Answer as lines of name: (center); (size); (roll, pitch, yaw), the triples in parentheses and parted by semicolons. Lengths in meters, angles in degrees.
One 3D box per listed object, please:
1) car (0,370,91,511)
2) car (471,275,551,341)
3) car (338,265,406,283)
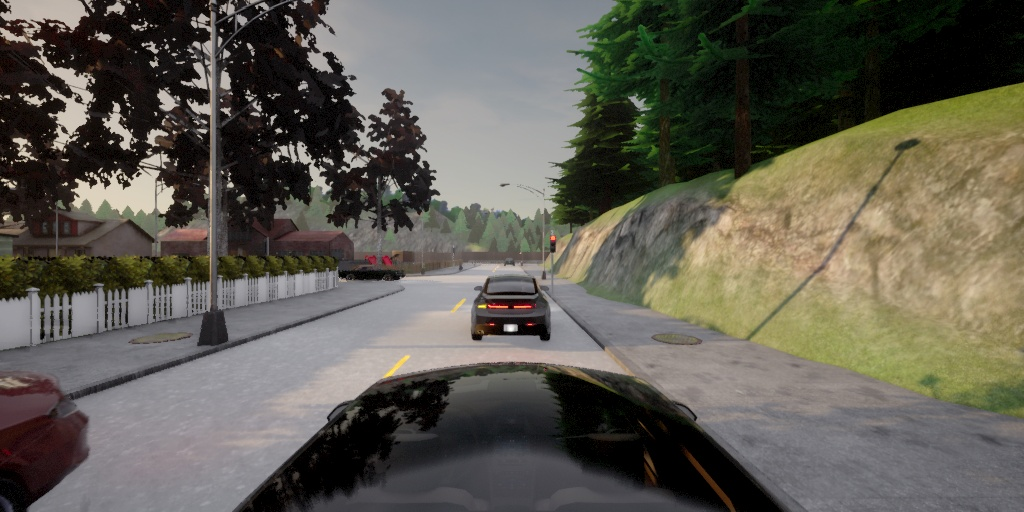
car: (-4.085, 1.276, 0.748); (1.812, 1.442, 4.674); (0, 0, 0)
car: (-0.017, 1.255, 9.914); (1.837, 1.490, 4.892); (0, 0, 0)
car: (-10.796, 1.351, 27.910); (4.718, 1.301, 1.895); (0, 0, 5)
